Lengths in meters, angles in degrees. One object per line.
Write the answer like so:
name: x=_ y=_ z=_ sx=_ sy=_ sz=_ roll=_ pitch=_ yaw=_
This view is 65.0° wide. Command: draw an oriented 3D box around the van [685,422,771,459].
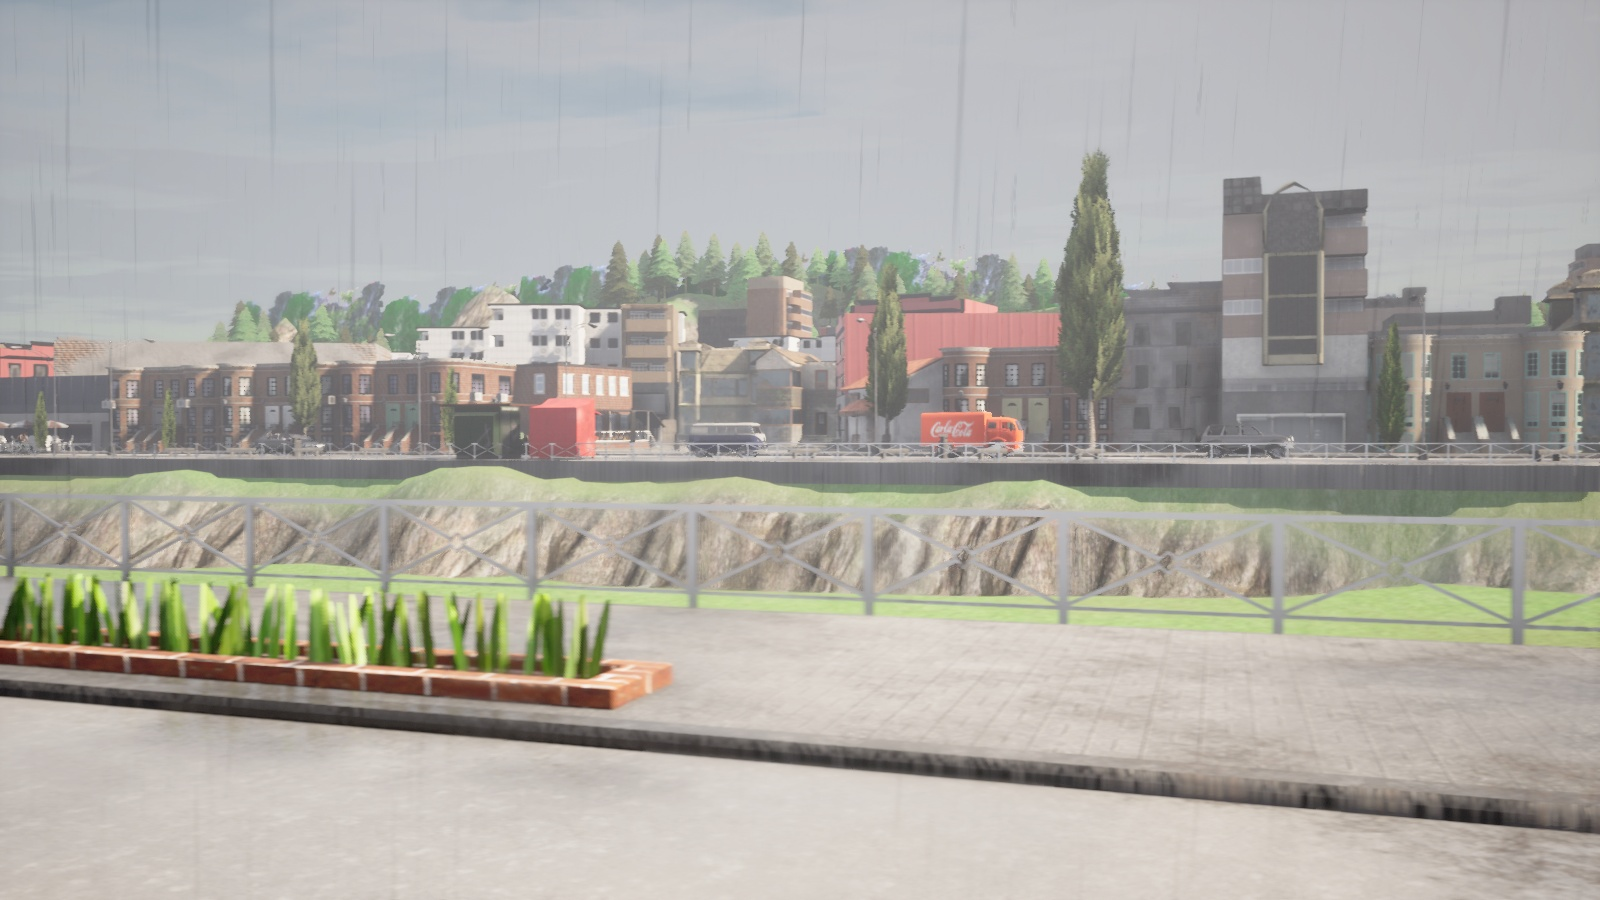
van: x=-4.017 y=-0.560 z=70.171 sx=4.442 sy=1.987 sz=1.775 roll=1 pitch=1 yaw=19

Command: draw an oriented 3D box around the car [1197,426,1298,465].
car: x=21.854 y=-0.259 z=61.476 sx=4.605 sy=1.855 sz=1.932 roll=1 pitch=1 yaw=19

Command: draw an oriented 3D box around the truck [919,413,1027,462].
truck: x=9.078 y=-0.679 z=65.766 sx=5.204 sy=2.467 sz=2.627 roll=1 pitch=1 yaw=19

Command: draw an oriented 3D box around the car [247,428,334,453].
car: x=-32.352 y=-0.615 z=79.698 sx=4.902 sy=1.511 sz=2.128 roll=1 pitch=1 yaw=19
